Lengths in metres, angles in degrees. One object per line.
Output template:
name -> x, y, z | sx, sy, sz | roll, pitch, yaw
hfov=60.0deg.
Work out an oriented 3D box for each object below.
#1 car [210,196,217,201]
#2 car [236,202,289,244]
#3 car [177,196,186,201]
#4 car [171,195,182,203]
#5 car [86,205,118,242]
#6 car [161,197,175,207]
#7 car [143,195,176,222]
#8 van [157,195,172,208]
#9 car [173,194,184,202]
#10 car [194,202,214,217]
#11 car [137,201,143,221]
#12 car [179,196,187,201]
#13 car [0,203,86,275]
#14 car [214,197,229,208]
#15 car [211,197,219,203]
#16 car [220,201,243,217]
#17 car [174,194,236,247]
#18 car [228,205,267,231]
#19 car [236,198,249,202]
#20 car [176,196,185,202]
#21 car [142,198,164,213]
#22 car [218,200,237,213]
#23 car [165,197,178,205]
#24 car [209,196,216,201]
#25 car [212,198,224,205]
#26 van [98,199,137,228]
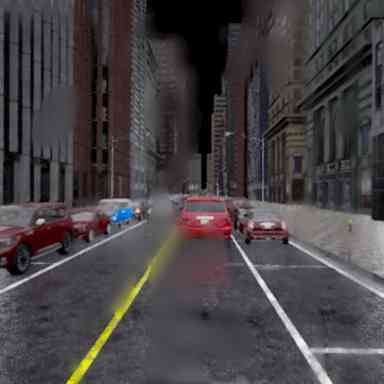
car -> 5.742, 1.806, 89.226 | 1.802, 1.307, 4.206 | 0, 0, 2
car -> 3.268, 1.489, 15.995 | 1.967, 1.590, 4.097 | 0, 0, 2
car -> -2.778, 1.746, 89.508 | 1.947, 1.339, 4.313 | 0, 0, 2
car -> -3.349, 1.575, 72.608 | 1.967, 1.590, 4.097 | 0, 0, 2
car -> -5.252, 1.550, 16.274 | 1.887, 1.381, 4.507 | 0, 0, 2
car -> -3.926, 1.617, 55.538 | 1.752, 1.417, 4.829 | 0, 0, 2
car -> -2.233, 1.392, 26.303 | 2.097, 1.767, 4.553 | 0, 0, 2
van -> -4.110, 1.420, 50.075 | 1.690, 1.788, 3.998 | 0, 0, 2
car -> -3.158, 1.465, 78.242 | 2.192, 1.841, 5.009 | 0, 0, 2
car -> 1.173, 1.672, 32.784 | 1.895, 1.301, 4.718 | 0, 0, 2
car -> -4.871, 1.469, 27.541 | 1.967, 1.590, 4.097 | 0, 0, 2
car -> -2.588, 1.747, 95.141 | 2.008, 1.369, 4.403 | 0, 0, 2
car -> -5.442, 1.308, 10.640 | 2.192, 1.841, 5.009 | 0, 0, 2
car -> 4.410, 1.563, 49.794 | 1.967, 1.590, 4.097 | 0, 0, 2
car -> 5.362, 1.776, 77.959 | 1.802, 1.307, 4.206 | 0, 0, 2
car -> 3.839, 1.631, 32.895 | 1.887, 1.381, 4.507 | 0, 0, 2
car -> 0.592, 1.255, 15.516 | 2.150, 2.045, 5.566 | 0, 0, 2
car -> 3.458, 1.627, 21.629 | 1.947, 1.339, 4.313 | 0, 0, 2
car -> 3.649, 1.389, 27.263 | 2.192, 1.841, 5.009 | 0, 0, 2
car -> -2.968, 1.731, 83.875 | 1.947, 1.339, 4.313 | 0, 0, 2
car -> -4.491, 1.494, 38.808 | 1.967, 1.590, 4.097 | 0, 0, 2
car -> 4.029, 1.664, 38.528 | 1.947, 1.339, 4.313 | 0, 0, 2
car -> -3.730, 1.657, 61.341 | 2.008, 1.369, 4.403 | 0, 0, 2
car -> 5.932, 1.822, 94.859 | 1.802, 1.307, 4.206 | 0, 0, 2
car -> 4.791, 1.716, 61.060 | 1.947, 1.339, 4.313 | 0, 0, 2
van -> -5.062, 1.358, 21.908 | 1.690, 1.788, 3.998 | 0, 0, 2
